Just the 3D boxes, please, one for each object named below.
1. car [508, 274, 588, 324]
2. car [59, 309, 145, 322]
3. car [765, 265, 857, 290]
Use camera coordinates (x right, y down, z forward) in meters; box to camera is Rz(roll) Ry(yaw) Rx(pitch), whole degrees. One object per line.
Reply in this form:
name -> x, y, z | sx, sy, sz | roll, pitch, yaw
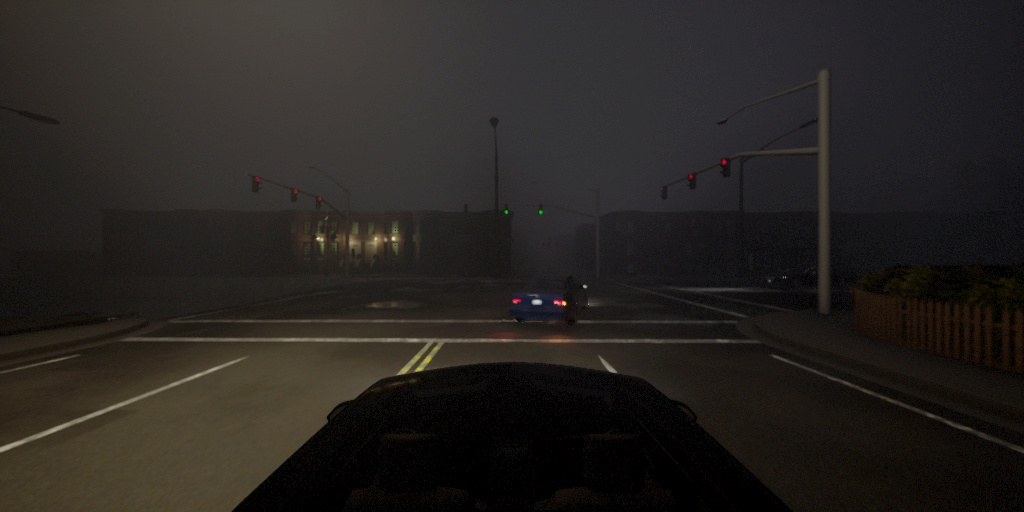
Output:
car -> 1.431, 1.320, 12.234 | 2.033, 1.411, 5.357 | 0, 0, 17
car -> -21.745, 3.494, 18.379 | 4.674, 1.442, 1.812 | -13, 1, 0
car -> 18.434, 1.284, 22.261 | 4.902, 1.511, 2.128 | 0, 0, 0
